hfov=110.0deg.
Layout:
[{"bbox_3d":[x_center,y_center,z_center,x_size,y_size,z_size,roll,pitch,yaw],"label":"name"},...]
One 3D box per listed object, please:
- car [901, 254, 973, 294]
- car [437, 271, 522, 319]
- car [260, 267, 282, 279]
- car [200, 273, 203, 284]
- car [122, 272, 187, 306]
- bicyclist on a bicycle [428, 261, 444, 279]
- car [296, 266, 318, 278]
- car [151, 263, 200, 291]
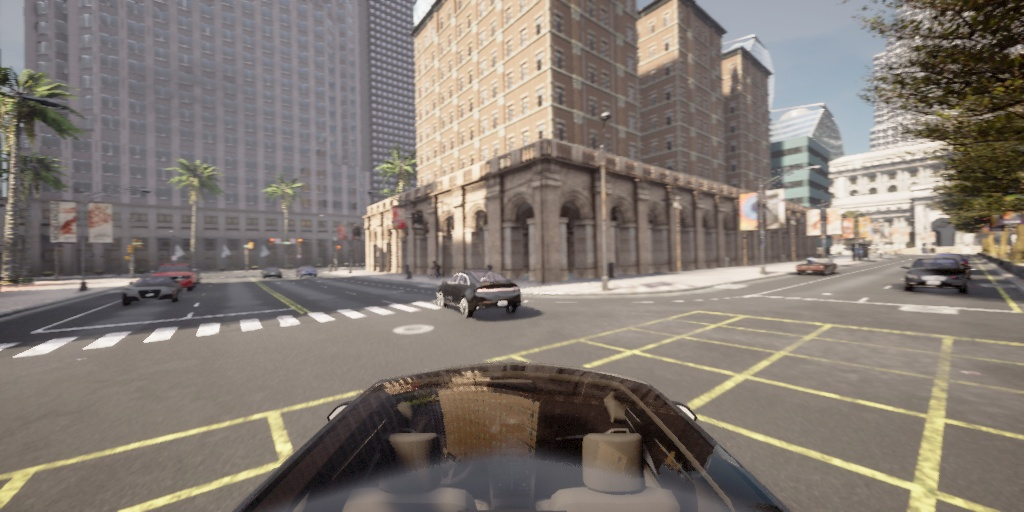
[{"bbox_3d":[20.090,0.844,16.988,4.902,1.511,2.128,-1,0,-38],"label":"car"},{"bbox_3d":[-1.394,1.297,13.389,2.128,1.511,4.902,-1,0,-27],"label":"car"},{"bbox_3d":[-29.264,2.034,43.605,1.994,1.385,4.181,-1,0,-38],"label":"car"},{"bbox_3d":[-31.087,2.014,34.424,1.812,1.442,4.674,-1,0,-38],"label":"car"},{"bbox_3d":[-19.107,1.762,19.233,1.994,1.385,4.181,-1,0,-39],"label":"car"},{"bbox_3d":[-6.977,1.268,32.816,1.656,1.620,0.582,-1,0,-39],"label":"bicyclist on a bicycle"},{"bbox_3d":[-25.443,1.937,44.377,2.033,1.411,5.357,-1,0,-38],"label":"car"},{"bbox_3d":[-25.002,1.562,26.645,2.150,2.045,5.566,-1,0,-38],"label":"car"}]
